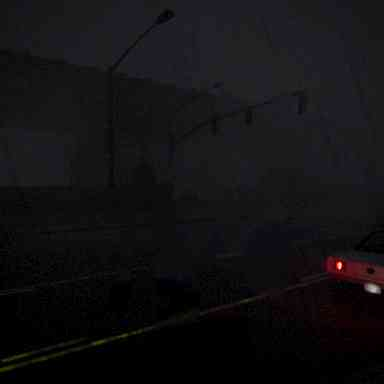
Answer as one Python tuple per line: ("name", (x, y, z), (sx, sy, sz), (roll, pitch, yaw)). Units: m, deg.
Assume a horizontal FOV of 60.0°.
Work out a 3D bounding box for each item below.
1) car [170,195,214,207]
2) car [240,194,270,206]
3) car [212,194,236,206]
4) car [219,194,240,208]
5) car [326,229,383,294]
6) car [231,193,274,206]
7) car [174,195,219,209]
("car", (0.047, 0.985, 36.418), (4.536, 1.218, 1.853), (-1, 0, 8))
("car", (7.701, 0.839, 42.849), (4.536, 1.218, 1.853), (-1, 0, -7))
("car", (3.858, 0.916, 39.146), (1.853, 1.218, 4.536), (-1, 1, 18))
("car", (3.844, 1.074, 39.098), (2.038, 1.542, 4.974), (-1, 1, 18))
("car", (5.176, 1.477, 7.467), (4.718, 1.301, 1.895), (-1, 1, -35))
("car", (7.754, 0.995, 42.857), (4.974, 1.542, 2.038), (-1, 0, -7))
("car", (0.100, 1.142, 36.413), (4.974, 1.542, 2.038), (-1, 0, 8))
